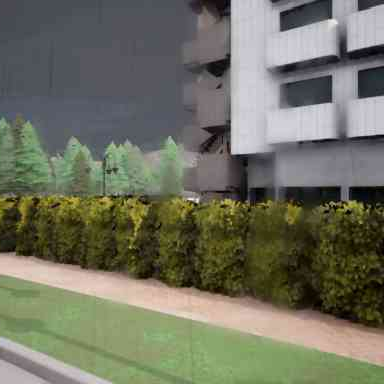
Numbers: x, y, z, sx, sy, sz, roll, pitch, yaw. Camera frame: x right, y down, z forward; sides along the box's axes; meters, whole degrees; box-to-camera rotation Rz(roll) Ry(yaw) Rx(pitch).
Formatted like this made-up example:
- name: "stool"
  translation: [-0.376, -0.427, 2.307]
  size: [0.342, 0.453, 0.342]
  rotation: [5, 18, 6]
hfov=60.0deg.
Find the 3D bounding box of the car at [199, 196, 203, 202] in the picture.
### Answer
- name: "car"
  translation: [2.980, 1.221, 41.090]
  size: [2.150, 2.045, 5.566]
  rotation: [0, 0, 35]
